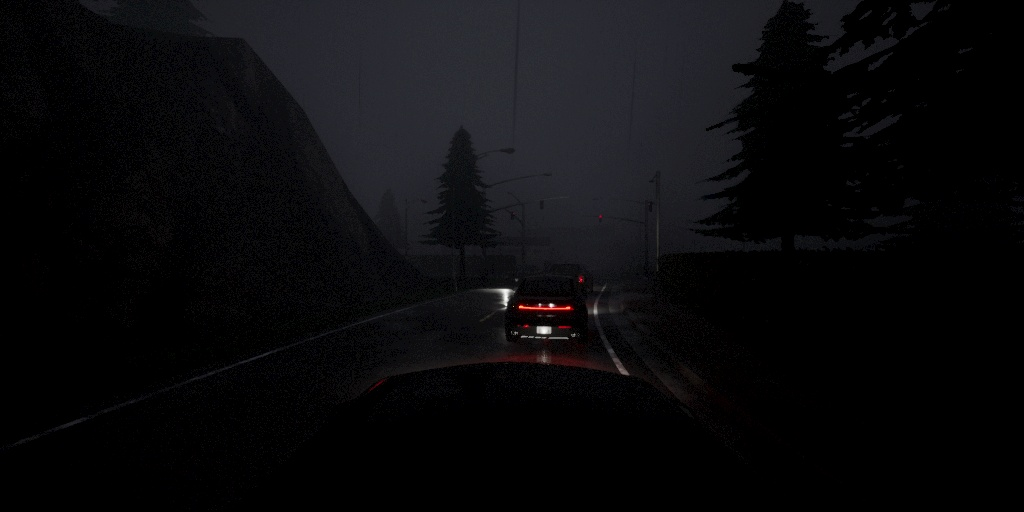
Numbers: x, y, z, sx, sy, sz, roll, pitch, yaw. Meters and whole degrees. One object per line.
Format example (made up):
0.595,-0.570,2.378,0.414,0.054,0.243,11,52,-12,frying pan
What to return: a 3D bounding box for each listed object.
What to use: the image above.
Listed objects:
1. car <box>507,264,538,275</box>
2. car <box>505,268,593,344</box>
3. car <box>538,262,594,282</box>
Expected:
0.999,1.292,24.815,1.837,1.490,4.892,0,0,17,car
1.018,1.255,9.661,1.837,1.490,4.892,0,0,9,car
3.017,1.102,18.583,2.097,1.767,4.553,0,0,17,car
